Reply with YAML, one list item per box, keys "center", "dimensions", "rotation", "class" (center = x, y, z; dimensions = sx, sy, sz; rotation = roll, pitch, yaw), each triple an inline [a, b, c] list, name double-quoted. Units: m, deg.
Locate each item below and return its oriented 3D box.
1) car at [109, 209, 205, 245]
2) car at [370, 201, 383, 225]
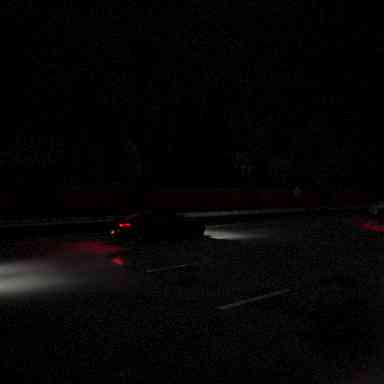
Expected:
- center: [-1.540, 1.526, 15.592]
  dimensions: [4.674, 1.442, 1.812]
  rotation: [0, 0, -36]
  class: "car"
- center: [14.734, 1.478, 23.063]
  dimensions: [5.008, 1.535, 1.882]
  rotation: [1, -1, -36]
  class: "car"
